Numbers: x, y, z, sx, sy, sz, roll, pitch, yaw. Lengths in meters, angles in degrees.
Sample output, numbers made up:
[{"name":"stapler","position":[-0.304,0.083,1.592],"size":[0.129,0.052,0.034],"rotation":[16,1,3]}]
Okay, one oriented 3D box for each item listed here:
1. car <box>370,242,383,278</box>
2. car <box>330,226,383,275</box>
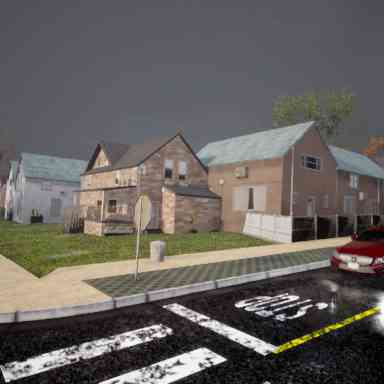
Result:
[{"name":"car","position":[6.011,1.737,6.818],"size":[5.357,1.411,2.033],"rotation":[2,-2,-37]},{"name":"car","position":[6.328,1.844,10.635],"size":[4.674,1.442,1.812],"rotation":[2,-2,-37]}]
